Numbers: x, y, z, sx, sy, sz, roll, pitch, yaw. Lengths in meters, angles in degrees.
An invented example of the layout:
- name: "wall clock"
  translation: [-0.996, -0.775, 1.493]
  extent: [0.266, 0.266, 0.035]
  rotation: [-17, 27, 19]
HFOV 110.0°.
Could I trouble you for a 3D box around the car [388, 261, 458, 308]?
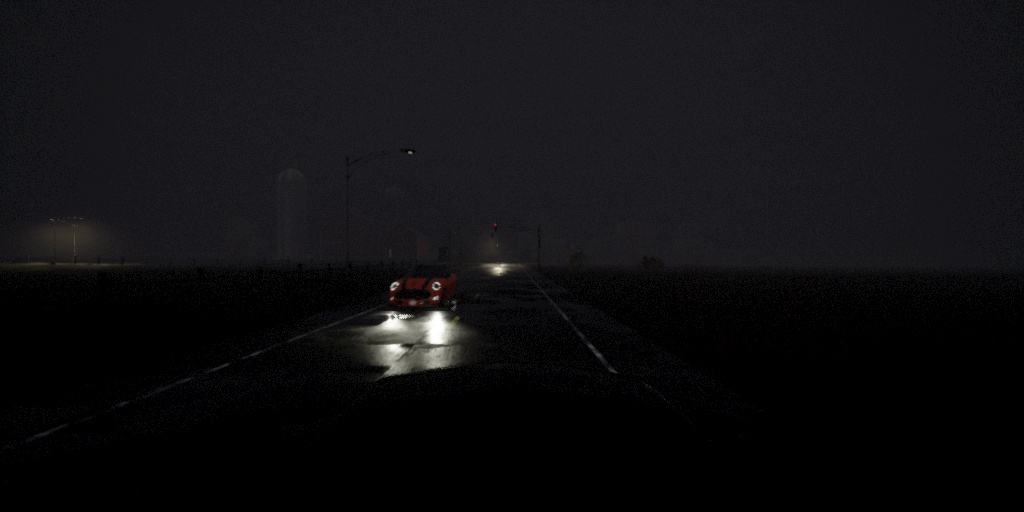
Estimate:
- name: "car"
  translation: [-3.602, 1.111, 15.260]
  extent: [2.097, 1.767, 4.553]
  rotation: [0, 0, 0]
